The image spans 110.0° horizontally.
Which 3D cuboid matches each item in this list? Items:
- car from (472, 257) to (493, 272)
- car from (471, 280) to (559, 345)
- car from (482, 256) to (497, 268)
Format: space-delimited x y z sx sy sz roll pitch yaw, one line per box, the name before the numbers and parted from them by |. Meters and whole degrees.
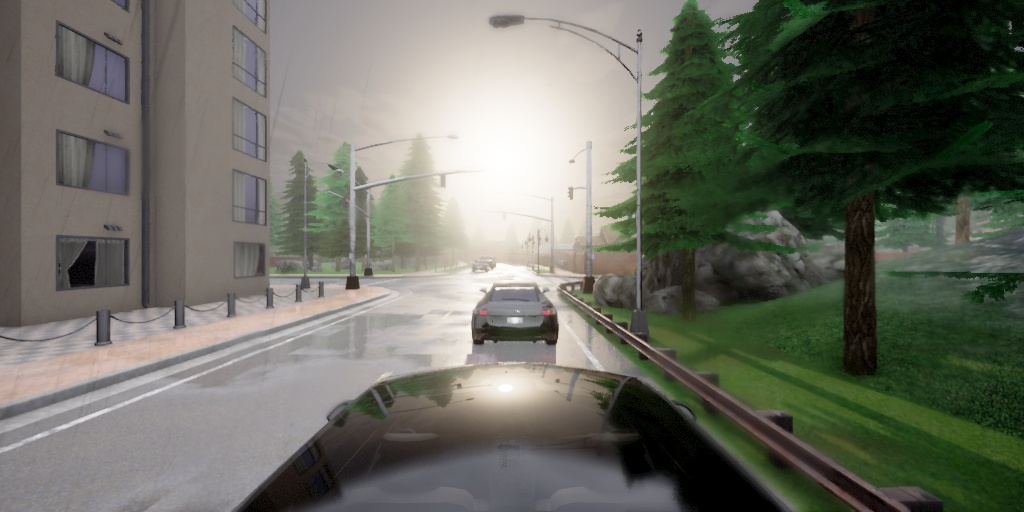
car | -3.933 1.248 45.611 2.128 1.511 4.902 0 0 0
car | 0.083 1.320 9.523 1.994 1.385 4.181 0 0 1
car | -3.976 0.987 56.219 2.150 2.045 5.566 0 0 0
